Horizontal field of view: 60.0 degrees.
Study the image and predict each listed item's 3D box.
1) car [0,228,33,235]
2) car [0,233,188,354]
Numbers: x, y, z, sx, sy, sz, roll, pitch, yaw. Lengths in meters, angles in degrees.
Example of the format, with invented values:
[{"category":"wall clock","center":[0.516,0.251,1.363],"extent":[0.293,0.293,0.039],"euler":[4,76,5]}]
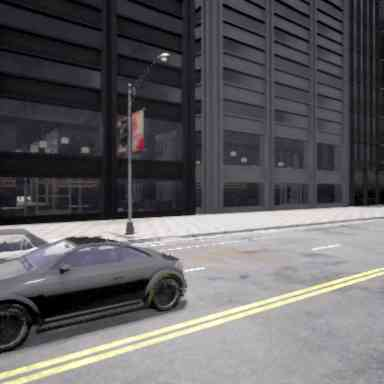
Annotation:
[{"category":"car","center":[-5.021,1.600,8.089],"extent":[4.718,1.301,1.895],"euler":[0,0,-36]},{"category":"car","center":[-2.154,1.561,6.141],"extent":[4.181,1.385,1.994],"euler":[0,0,-35]}]
